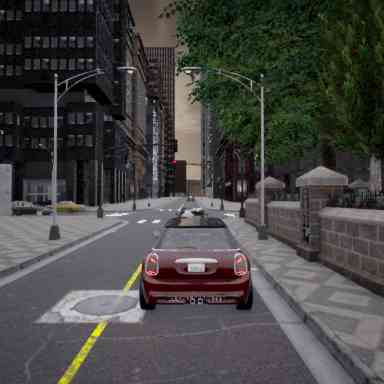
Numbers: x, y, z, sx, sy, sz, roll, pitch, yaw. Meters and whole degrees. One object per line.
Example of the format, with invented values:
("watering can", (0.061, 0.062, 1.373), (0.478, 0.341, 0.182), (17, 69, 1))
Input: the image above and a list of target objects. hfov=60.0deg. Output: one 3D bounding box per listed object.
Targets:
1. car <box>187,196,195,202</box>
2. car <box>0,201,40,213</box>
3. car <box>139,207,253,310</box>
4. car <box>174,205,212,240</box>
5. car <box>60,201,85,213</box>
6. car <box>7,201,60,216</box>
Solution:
("car", (-0.290, 1.726, 81.283), (1.812, 1.442, 4.674), (0, 0, 0))
("car", (-20.250, 1.709, 38.552), (4.403, 1.369, 2.008), (0, -1, 0))
("car", (0.070, 1.357, 7.985), (2.097, 1.767, 4.553), (0, 0, 0))
("car", (0.033, 1.541, 18.112), (1.812, 1.442, 4.674), (0, 0, 0))
("car", (-14.907, 1.676, 38.542), (4.829, 1.417, 1.752), (0, -1, 0))
("car", (-14.744, 1.518, 30.018), (4.403, 1.369, 2.008), (0, -1, 0))
